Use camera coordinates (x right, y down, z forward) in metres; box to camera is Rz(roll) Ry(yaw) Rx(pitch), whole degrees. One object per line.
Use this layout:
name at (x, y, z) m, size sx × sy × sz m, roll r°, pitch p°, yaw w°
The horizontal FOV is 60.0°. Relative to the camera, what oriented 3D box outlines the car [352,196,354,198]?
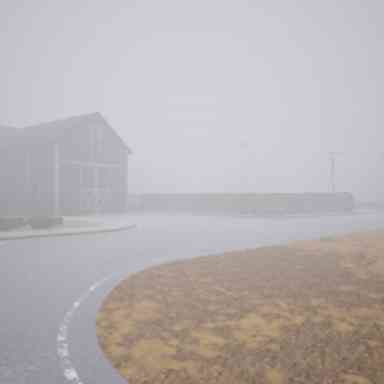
car at (38.341, 1.697, 80.938) m, size 2.242 × 1.667 × 4.611 m, roll 0°, pitch 0°, yaw 35°
